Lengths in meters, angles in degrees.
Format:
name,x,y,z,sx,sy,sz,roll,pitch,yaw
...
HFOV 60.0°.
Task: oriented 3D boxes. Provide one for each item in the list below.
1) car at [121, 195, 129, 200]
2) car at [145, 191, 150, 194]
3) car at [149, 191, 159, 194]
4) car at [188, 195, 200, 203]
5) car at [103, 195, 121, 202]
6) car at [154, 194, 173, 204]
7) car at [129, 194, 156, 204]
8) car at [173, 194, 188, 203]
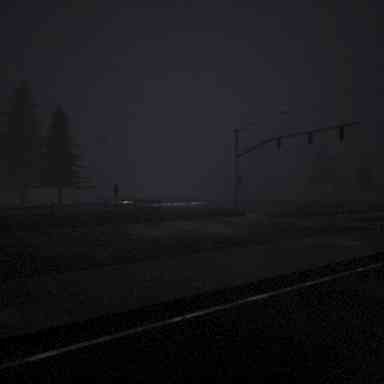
name,x,y,z,sx,sy,sz,roll,pitch,yaw
car,-14.761,1.322,73.499,1.994,1.385,4.181,0,0,-35
car,-12.110,1.120,75.815,1.882,1.535,5.008,0,0,-35
car,-9.202,0.857,77.760,2.150,2.045,5.566,0,0,-35
car,-0.370,1.321,65.022,1.812,1.442,4.674,0,0,-34
car,-17.644,1.308,71.514,1.812,1.442,4.674,0,0,-35
car,-5.849,1.435,60.597,1.895,1.301,4.718,0,0,-34
car,-8.785,1.454,58.667,1.895,1.301,4.718,0,0,-34
car,-3.398,1.167,63.225,2.097,1.767,4.553,0,0,-34
